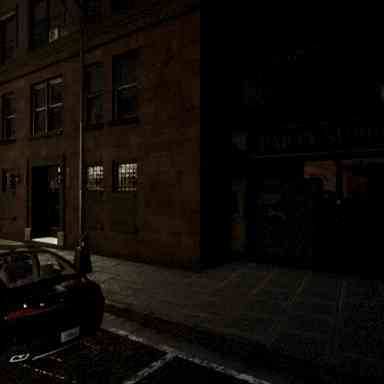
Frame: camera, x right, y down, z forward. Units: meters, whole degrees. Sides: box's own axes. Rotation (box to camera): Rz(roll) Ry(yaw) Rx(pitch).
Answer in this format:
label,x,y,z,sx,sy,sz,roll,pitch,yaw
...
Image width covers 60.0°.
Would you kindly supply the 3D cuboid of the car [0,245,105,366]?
label,x,y,z,sx,sy,sz,roll,pitch,yaw
car,-3.298,1.551,5.448,4.403,1.369,2.008,0,0,36
